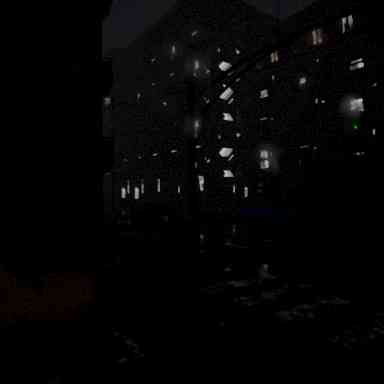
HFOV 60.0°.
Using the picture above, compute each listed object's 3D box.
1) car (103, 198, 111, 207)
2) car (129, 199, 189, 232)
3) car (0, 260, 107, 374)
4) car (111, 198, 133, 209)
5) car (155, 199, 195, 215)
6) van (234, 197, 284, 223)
[{"bbox_3d":[-11.694,1.454,47.850,1.887,1.381,4.507,-1,0,-36],"label":"car"},{"bbox_3d":[-1.842,1.435,20.040,1.967,1.590,4.097,0,0,-36],"label":"car"},{"bbox_3d":[-3.540,1.526,4.040,4.829,1.417,1.752,0,0,-36],"label":"car"},{"bbox_3d":[-8.366,1.454,43.271,1.887,1.381,4.507,-1,0,-36],"label":"car"},{"bbox_3d":[-1.809,1.440,34.249,1.752,1.417,4.829,-1,0,-36],"label":"car"},{"bbox_3d":[4.948,1.271,24.952,1.690,1.788,3.998,0,0,-36],"label":"van"}]
